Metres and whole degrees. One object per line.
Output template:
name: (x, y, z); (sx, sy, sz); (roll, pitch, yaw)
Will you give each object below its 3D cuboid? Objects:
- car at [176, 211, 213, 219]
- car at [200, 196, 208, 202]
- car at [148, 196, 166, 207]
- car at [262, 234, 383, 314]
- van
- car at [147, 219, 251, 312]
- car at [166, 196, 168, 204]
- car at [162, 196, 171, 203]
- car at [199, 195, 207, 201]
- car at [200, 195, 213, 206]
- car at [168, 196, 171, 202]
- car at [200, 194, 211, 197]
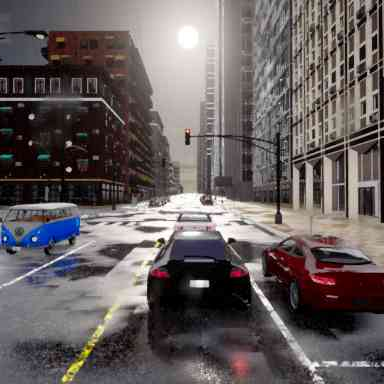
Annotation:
car: (0.111, 1.606, 16.614); (1.895, 1.301, 4.718); (0, 0, 0)
car: (2.775, 1.599, 79.208); (1.802, 1.307, 4.206); (1, 0, 0)
car: (-5.631, 1.563, 50.940); (2.008, 1.369, 4.403); (1, 0, 0)
car: (2.708, 1.584, 7.332); (1.802, 1.307, 4.206); (1, 0, 0)
van: (-5.750, 1.345, 13.024); (1.690, 1.788, 3.998); (1, 0, 0)
car: (0.112, 1.566, 7.797); (1.994, 1.385, 4.181); (0, 0, -1)
car: (-5.625, 1.564, 56.594); (2.008, 1.369, 4.403); (1, 0, 0)
car: (-5.610, 1.598, 73.558); (1.802, 1.307, 4.206); (1, 0, 0)
car: (2.781, 1.569, 84.862); (2.008, 1.369, 4.403); (1, 0, 0)
car: (2.754, 1.596, 56.589); (1.802, 1.307, 4.206); (1, 0, 0)
car: (-5.620, 1.580, 62.249); (1.947, 1.339, 4.313); (1, 0, 0)
car: (2.764, 1.330, 62.244); (2.192, 1.841, 5.009); (1, 0, 0)
